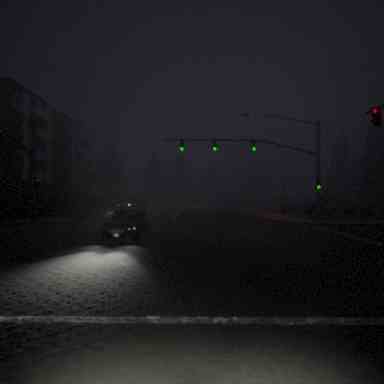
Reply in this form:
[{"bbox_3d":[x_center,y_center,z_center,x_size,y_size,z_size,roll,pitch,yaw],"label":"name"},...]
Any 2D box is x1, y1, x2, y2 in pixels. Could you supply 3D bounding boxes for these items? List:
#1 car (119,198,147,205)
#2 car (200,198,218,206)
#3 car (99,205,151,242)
[{"bbox_3d":[-7.846,1.611,44.250,2.097,1.767,4.553,0,-1,25],"label":"car"},{"bbox_3d":[3.359,1.967,65.938,2.128,1.511,4.902,0,0,33],"label":"car"},{"bbox_3d":[-3.266,1.642,17.019,2.128,1.511,4.902,0,0,1],"label":"car"}]
